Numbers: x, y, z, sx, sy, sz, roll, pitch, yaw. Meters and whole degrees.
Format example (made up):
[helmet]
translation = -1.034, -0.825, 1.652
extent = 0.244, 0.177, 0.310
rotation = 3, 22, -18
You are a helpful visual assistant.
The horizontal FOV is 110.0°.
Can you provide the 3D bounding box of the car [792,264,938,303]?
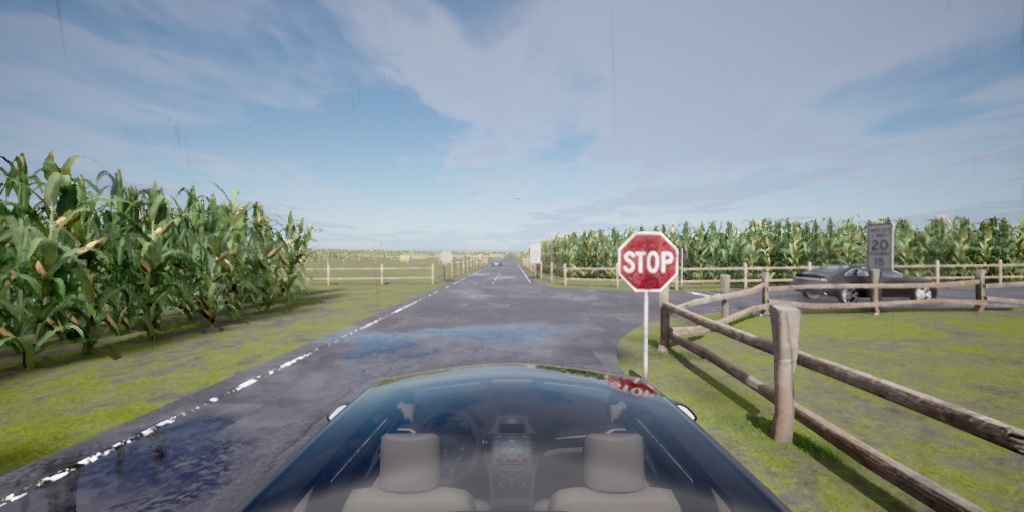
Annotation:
[car]
translation = 14.101, 1.085, 14.444
extent = 4.902, 1.511, 2.128
rotation = -1, 0, -2
